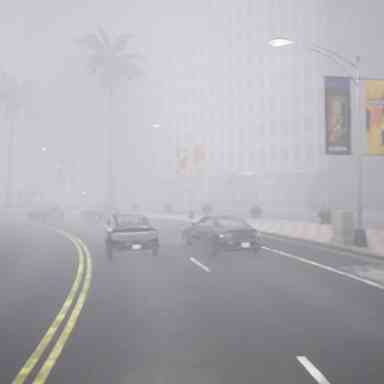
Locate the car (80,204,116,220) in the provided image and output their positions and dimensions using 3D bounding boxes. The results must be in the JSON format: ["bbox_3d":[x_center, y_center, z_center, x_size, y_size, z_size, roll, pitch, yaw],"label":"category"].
[{"bbox_3d":[-8.004,1.744,28.754,2.128,1.511,4.902,0,-1,-41],"label":"car"}]

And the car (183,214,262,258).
[{"bbox_3d":[1.057,1.593,13.171,1.812,1.442,4.674,0,0,-18],"label":"car"}]

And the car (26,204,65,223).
[{"bbox_3d":[-12.734,1.792,28.709,4.902,1.511,2.128,-1,-1,45],"label":"car"}]

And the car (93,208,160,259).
[{"bbox_3d":[-2.606,1.597,13.180,2.128,1.511,4.902,0,0,-19],"label":"car"}]
